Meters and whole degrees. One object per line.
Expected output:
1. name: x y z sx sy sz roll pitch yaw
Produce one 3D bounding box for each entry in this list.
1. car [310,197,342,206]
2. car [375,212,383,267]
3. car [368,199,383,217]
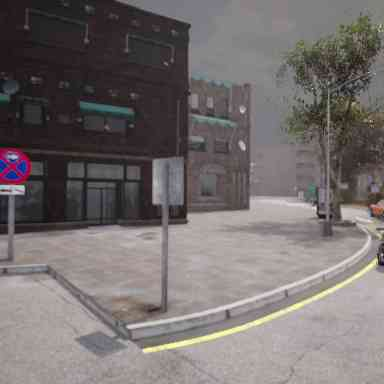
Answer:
1. car: 16.654 1.137 41.606 2.128 1.511 4.902 1 1 -10
2. car: 7.383 1.546 10.968 1.837 1.490 4.892 1 1 34
3. car: 16.523 1.330 27.753 2.097 1.767 4.553 1 1 9
